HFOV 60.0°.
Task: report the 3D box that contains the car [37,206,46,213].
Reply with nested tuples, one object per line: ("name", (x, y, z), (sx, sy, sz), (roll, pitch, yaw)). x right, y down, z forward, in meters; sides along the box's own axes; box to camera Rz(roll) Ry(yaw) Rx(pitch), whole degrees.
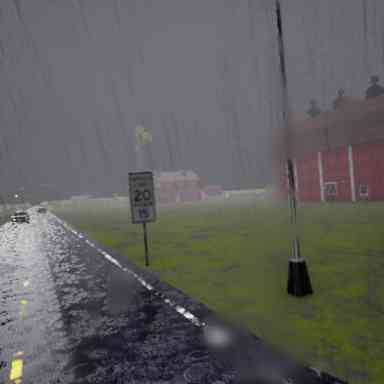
("car", (-37.257, 4.326, 82.200), (1.895, 1.301, 4.718), (-4, 0, -25))

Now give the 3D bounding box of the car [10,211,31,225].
("car", (-20.313, 3.061, 39.510), (1.837, 1.490, 4.892), (-4, 0, -25))

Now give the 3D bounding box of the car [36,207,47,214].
("car", (-32.827, 4.038, 72.739), (1.837, 1.490, 4.892), (-4, 0, -25))
